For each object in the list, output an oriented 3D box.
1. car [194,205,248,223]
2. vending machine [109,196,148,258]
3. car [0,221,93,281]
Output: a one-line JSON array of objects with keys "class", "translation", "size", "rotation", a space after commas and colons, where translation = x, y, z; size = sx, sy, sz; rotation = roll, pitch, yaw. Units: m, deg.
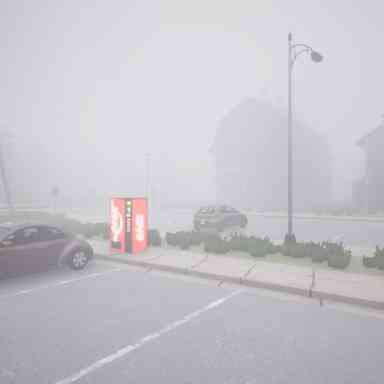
[{"class": "car", "translation": [1.793, 1.506, 20.096], "size": [1.816, 1.474, 4.193], "rotation": [0, 0, 36]}, {"class": "vending machine", "translation": [-2.267, 1.195, 11.933], "size": [0.880, 2.100, 1.100], "rotation": [0, 0, 35]}, {"class": "car", "translation": [-4.678, 1.521, 8.913], "size": [1.784, 1.438, 3.905], "rotation": [0, 0, 36]}]
